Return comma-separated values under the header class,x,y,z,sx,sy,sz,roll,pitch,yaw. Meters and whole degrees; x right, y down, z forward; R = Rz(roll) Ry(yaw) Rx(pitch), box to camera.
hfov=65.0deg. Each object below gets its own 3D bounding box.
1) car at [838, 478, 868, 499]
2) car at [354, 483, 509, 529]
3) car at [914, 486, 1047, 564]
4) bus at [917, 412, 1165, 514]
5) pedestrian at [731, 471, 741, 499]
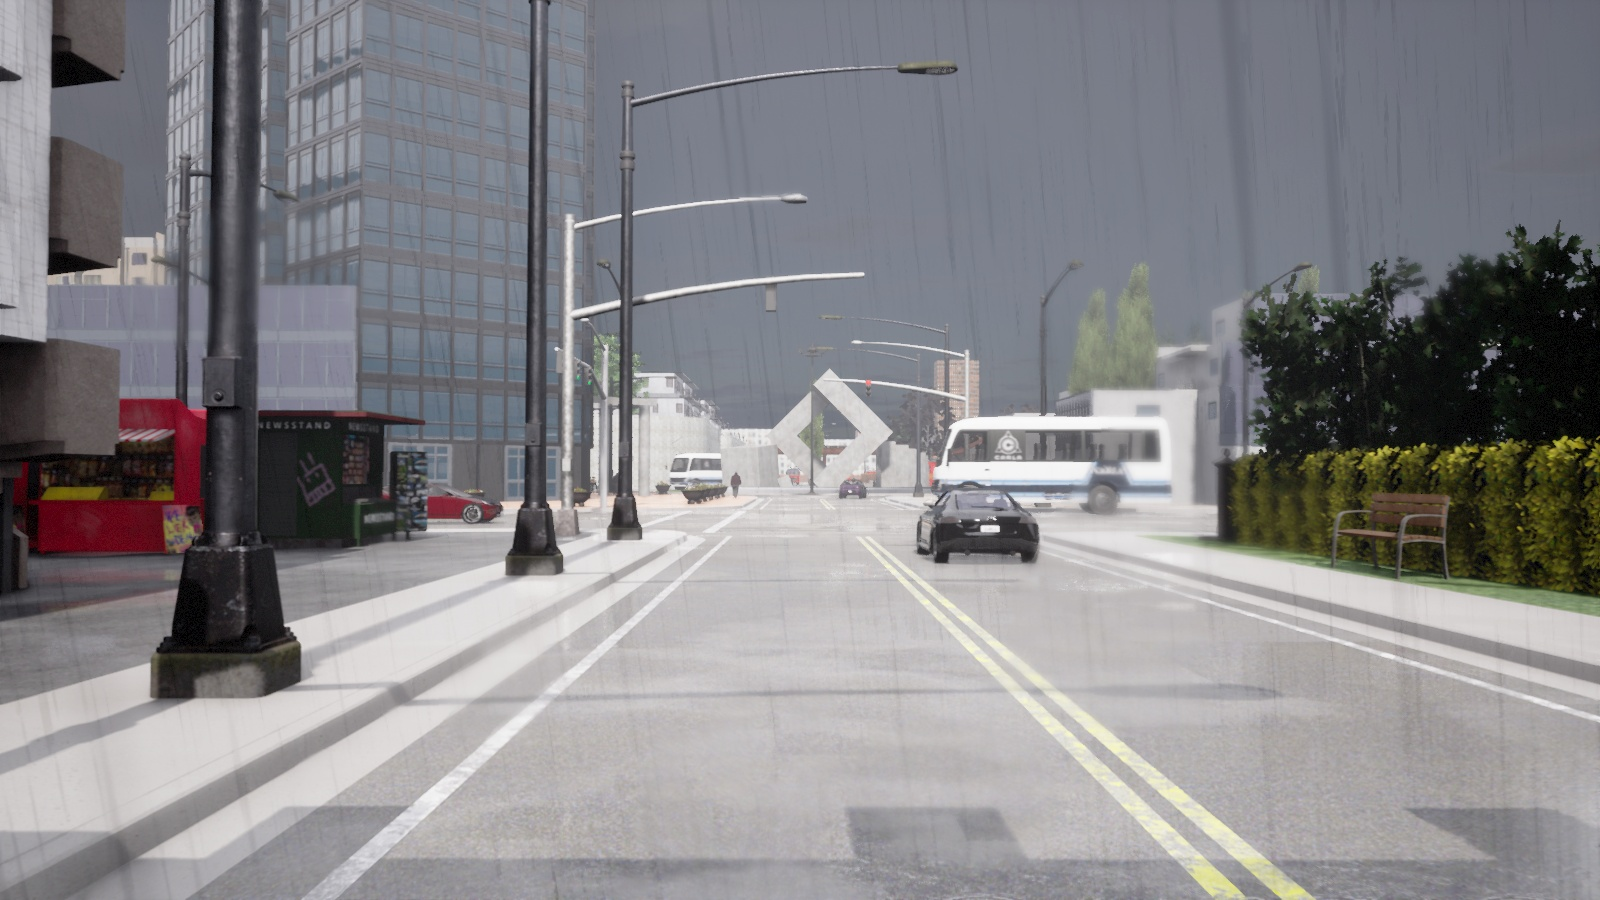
class,x,y,z,sx,sy,sz,roll,pitch,yaw
car,4.037,2.880,94.572,1.816,1.474,4.193,0,-1,9
car,-12.780,1.933,43.788,4.792,1.488,2.163,-1,-1,-1
car,3.439,1.411,24.719,1.994,1.385,4.181,0,-1,0
bus,10.295,0.603,54.955,10.273,4.253,3.944,0,-1,5
pedestrian,-4.297,2.336,84.102,0.634,1.844,0.899,0,-1,-1
